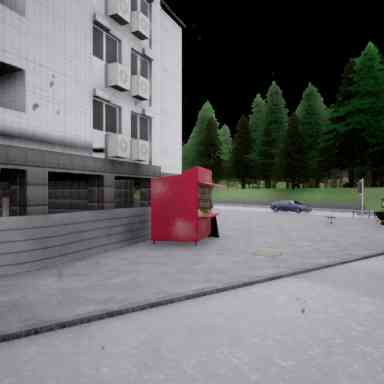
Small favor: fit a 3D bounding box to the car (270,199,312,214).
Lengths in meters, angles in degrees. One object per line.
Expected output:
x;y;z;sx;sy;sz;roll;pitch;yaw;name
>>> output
10.543;1.526;35.684;1.812;1.442;4.674;0;0;-36;car
